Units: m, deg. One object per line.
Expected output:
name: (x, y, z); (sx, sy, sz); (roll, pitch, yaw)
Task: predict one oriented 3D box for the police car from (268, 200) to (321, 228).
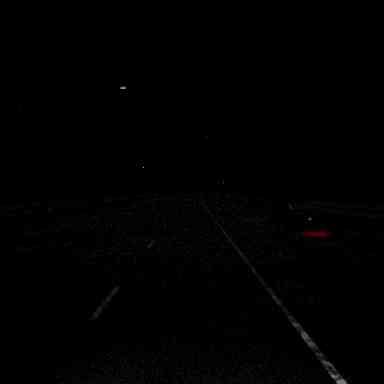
police car: (6.605, 1.384, 22.173); (1.930, 1.638, 5.238); (0, 0, -8)
